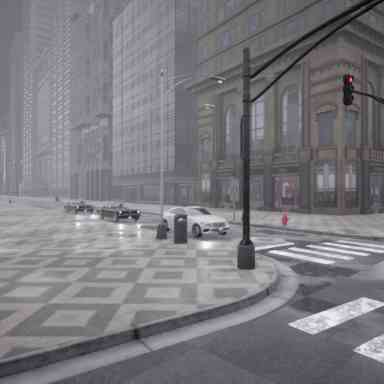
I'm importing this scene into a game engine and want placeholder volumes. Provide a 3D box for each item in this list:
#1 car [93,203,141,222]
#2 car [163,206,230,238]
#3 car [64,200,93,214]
[{"bbox_3d":[-5.766,1.522,25.891,1.895,1.301,4.718,0,0,-35],"label":"car"},{"bbox_3d":[-0.013,1.475,17.770,1.812,1.442,4.674,0,0,-37],"label":"car"},{"bbox_3d":[-11.646,1.497,34.182,1.895,1.301,4.718,0,0,-35],"label":"car"}]
